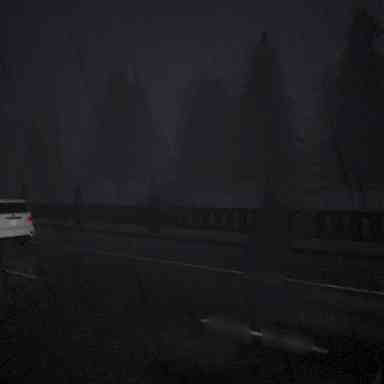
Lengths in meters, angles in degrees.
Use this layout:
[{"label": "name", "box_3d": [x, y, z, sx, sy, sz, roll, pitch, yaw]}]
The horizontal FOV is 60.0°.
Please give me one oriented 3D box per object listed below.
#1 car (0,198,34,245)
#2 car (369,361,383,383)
[{"label": "car", "box_3d": [-9.223, 1.281, 14.565, 5.566, 2.045, 2.150, 0, 0, 34]}, {"label": "car", "box_3d": [3.395, 1.588, 1.450, 4.718, 1.301, 1.895, 0, 0, 37]}]
